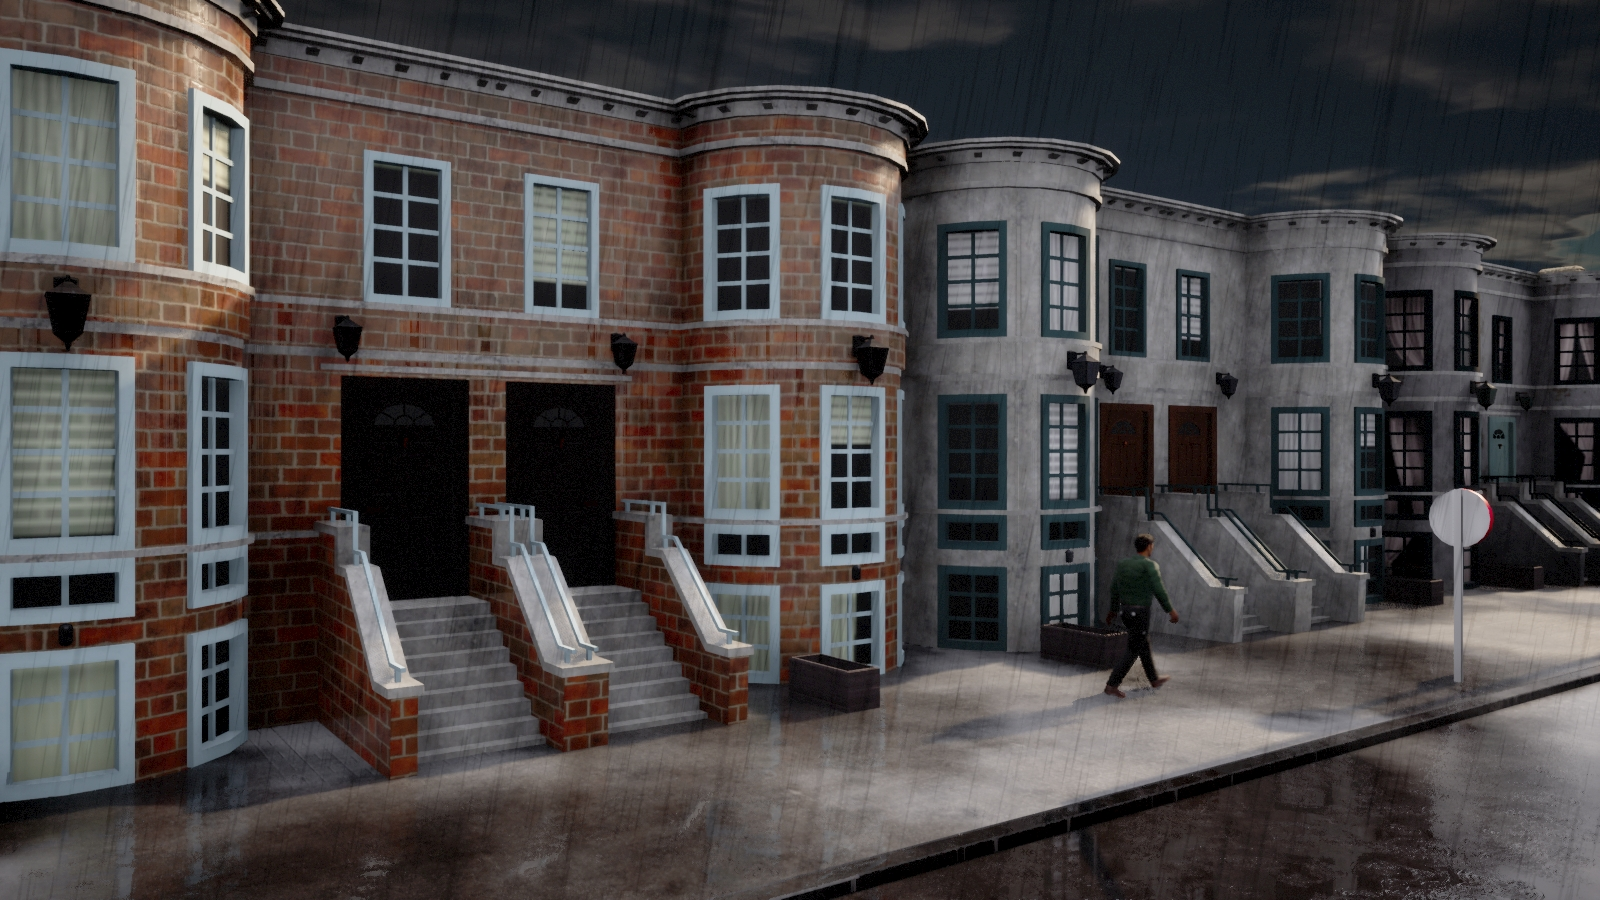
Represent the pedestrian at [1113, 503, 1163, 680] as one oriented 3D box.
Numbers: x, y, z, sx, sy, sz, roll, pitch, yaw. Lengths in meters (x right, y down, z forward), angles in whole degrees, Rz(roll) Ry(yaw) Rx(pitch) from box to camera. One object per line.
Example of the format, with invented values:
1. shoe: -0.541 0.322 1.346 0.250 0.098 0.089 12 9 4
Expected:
1. pedestrian: 3.687 1.524 12.468 0.375 1.860 0.375 0 0 -27
